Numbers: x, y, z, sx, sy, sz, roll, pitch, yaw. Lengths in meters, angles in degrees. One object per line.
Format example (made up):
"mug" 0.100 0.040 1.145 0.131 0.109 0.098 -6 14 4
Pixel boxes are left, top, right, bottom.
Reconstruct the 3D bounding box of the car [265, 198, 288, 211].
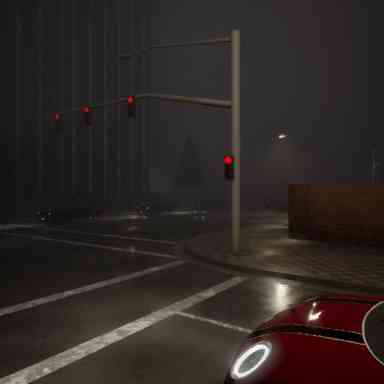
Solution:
"car" 10.746 1.491 41.332 2.128 1.511 4.902 0 0 36

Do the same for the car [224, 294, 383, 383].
"car" 2.449 1.352 2.211 4.553 1.767 2.097 0 0 36

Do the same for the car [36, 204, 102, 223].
"car" -9.319 1.601 25.455 1.895 1.301 4.718 0 0 35

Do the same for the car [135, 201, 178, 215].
"car" -3.538 1.601 33.610 1.895 1.301 4.718 0 0 35

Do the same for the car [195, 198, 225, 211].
"car" 2.306 1.491 41.820 2.128 1.511 4.902 0 0 36
